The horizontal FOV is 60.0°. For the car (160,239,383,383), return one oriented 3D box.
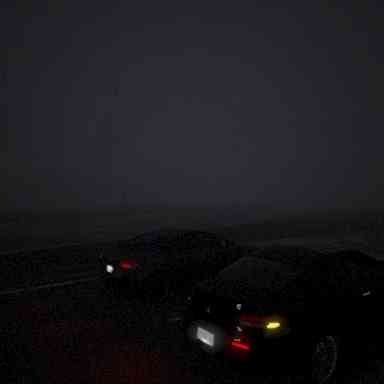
[{"bbox_3d":[2.006,1.519,5.258,4.674,1.442,1.812,0,0,-37],"label":"car"}]

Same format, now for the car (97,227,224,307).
[{"bbox_3d":[-0.095,1.550,8.050,4.181,1.385,1.994,0,0,-37],"label":"car"}]
